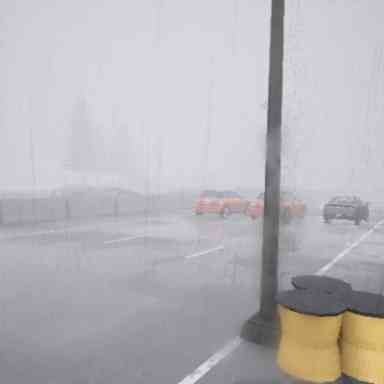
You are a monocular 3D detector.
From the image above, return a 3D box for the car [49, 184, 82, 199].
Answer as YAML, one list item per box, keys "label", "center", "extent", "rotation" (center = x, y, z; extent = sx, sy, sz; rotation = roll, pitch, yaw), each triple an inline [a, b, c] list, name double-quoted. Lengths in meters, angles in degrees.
- label: "car"
  center: [-11.263, 0.070, 33.457]
  extent: [2.128, 1.511, 4.902]
  rotation: [3, 2, 35]

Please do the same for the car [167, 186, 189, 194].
- label: "car"
  center: [-1.650, -0.114, 47.079]
  extent: [1.994, 1.385, 4.181]
  rotation: [3, 2, 35]

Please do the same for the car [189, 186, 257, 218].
- label: "car"
  center: [2.154, 0.633, 21.785]
  extent: [2.097, 1.767, 4.553]
  rotation: [3, 2, 35]

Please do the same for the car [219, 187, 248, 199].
- label: "car"
  center: [5.666, 0.075, 45.236]
  extent: [1.812, 1.442, 4.674]
  rotation: [3, 2, 36]

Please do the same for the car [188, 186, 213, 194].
- label: "car"
  center: [1.500, -0.359, 57.309]
  extent: [1.895, 1.301, 4.718]
  rotation: [3, 2, 38]

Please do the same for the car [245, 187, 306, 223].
- label: "car"
  center: [5.385, 0.756, 20.299]
  extent: [2.097, 1.767, 4.553]
  rotation: [3, 2, 35]

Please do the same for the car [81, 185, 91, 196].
- label: "car"
  center: [-7.874, 0.202, 32.198]
  extent: [1.837, 1.490, 4.892]
  rotation: [3, 2, 35]

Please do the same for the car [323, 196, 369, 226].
- label: "car"
  center: [9.154, 1.005, 19.587]
  extent: [2.128, 1.511, 4.902]
  rotation: [3, 2, 35]

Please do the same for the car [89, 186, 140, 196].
- label: "car"
  center: [-6.259, 0.428, 28.419]
  extent: [1.994, 1.385, 4.181]
  rotation: [3, 2, 35]

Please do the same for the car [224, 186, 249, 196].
- label: "car"
  center: [7.208, -0.161, 53.056]
  extent: [1.812, 1.442, 4.674]
  rotation: [3, 2, 38]
